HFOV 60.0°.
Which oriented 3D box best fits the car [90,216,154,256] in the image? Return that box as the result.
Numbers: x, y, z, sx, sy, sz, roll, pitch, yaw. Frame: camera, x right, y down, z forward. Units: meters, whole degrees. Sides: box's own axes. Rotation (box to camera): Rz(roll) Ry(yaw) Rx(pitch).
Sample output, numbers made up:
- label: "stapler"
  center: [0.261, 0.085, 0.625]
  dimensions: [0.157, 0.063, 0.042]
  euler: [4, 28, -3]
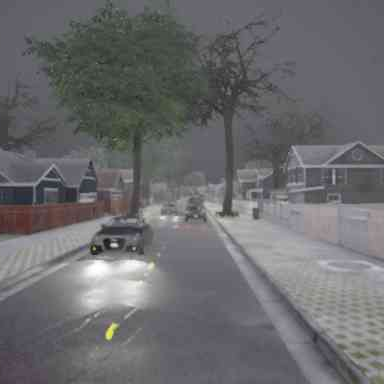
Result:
- label: "car"
  center: [-2.740, 1.710, 13.756]
  dimensions: [1.994, 1.385, 4.181]
  euler: [0, -1, 0]

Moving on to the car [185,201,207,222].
- label: "car"
  center: [0.334, 1.841, 29.602]
  dimensions: [1.812, 1.442, 4.674]
  euler: [0, -1, 1]

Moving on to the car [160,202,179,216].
- label: "car"
  center: [-2.532, 1.907, 38.213]
  dimensions: [1.837, 1.490, 4.892]
  euler: [0, -1, 1]

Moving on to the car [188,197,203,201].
- label: "car"
  center: [0.450, 1.673, 42.620]
  dimensions: [2.150, 2.045, 5.566]
  euler: [0, 0, 1]
